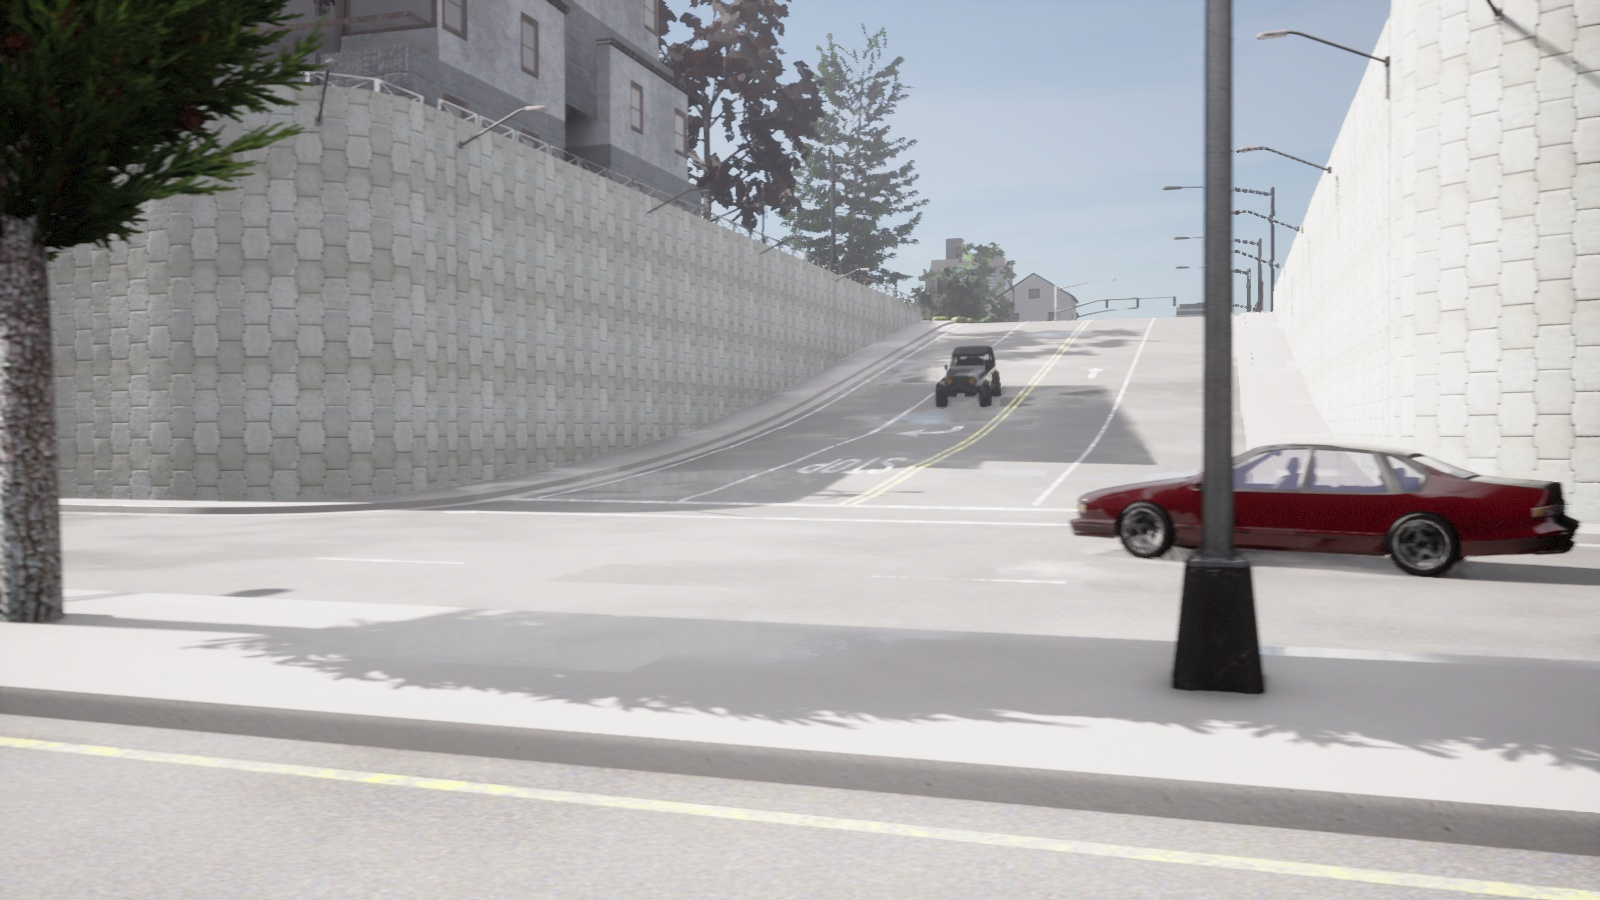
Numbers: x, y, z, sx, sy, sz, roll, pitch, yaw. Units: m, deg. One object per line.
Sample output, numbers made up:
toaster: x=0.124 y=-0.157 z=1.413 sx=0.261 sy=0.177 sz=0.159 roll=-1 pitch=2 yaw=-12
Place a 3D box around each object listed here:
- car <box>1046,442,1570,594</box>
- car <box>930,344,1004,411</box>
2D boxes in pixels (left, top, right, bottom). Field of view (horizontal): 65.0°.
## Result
car: x=5.803 y=0.653 z=14.728 sx=5.357 sy=1.411 sz=2.033 roll=1 pitch=1 yaw=35
car: x=6.107 y=-2.653 z=45.525 sx=1.905 sy=1.878 sz=3.866 roll=1 pitch=11 yaw=18
